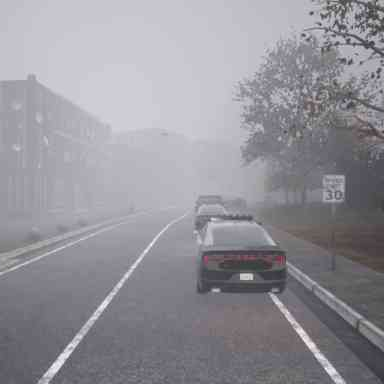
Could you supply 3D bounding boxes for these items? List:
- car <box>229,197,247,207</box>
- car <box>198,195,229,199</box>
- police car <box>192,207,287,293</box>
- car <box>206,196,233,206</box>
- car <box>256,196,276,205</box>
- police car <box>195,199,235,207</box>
[{"bbox_3d":[5.936,1.406,45.032,1.882,1.535,5.008,0,0,28],"label":"car"},{"bbox_3d":[1.387,1.226,24.672,2.150,2.045,5.566,0,0,5],"label":"car"},{"bbox_3d":[1.050,1.428,8.987,1.930,1.638,5.238,0,0,0],"label":"police car"},{"bbox_3d":[4.518,1.389,54.616,2.128,1.511,4.902,-1,0,36],"label":"car"},{"bbox_3d":[12.258,1.309,55.313,1.812,1.442,4.674,-1,1,40],"label":"car"},{"bbox_3d":[1.101,1.429,18.924,1.930,1.638,5.238,0,0,1],"label":"police car"}]
